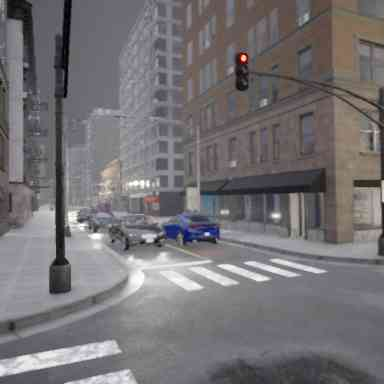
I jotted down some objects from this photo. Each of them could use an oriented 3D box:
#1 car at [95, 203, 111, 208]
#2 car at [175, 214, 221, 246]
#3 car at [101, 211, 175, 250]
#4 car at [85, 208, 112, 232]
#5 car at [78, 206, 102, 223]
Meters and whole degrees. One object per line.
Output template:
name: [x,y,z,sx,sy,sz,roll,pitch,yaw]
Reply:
car: [-12.328,2.488,45.523,2.150,2.045,5.566,0,-1,-23]
car: [-0.235,1.908,17.910,1.882,1.535,5.008,0,-1,-22]
car: [-2.901,1.937,16.803,2.128,1.511,4.902,0,-1,-25]
car: [-6.974,2.252,26.116,1.812,1.442,4.674,0,-1,-24]
car: [-11.260,2.529,35.914,1.837,1.490,4.892,0,-2,-24]
